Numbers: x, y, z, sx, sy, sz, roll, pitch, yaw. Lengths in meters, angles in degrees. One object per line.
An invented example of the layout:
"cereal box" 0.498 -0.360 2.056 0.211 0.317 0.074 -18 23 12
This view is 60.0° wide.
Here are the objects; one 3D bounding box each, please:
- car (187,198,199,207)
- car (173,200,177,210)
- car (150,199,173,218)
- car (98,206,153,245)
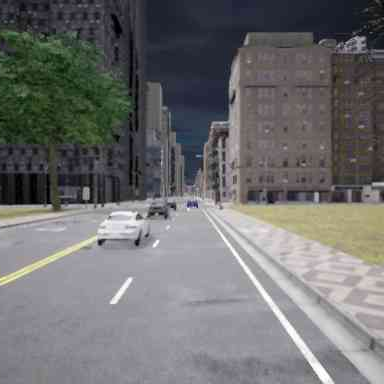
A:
"car" 0.102 1.823 57.080 1.882 1.535 5.008 0 0 0
"car" -3.197 1.797 48.405 1.882 1.535 5.008 0 0 -1
"car" -3.144 1.705 31.976 1.837 1.490 4.892 0 0 0
"car" -3.148 1.620 15.866 1.812 1.442 4.674 0 -1 0
